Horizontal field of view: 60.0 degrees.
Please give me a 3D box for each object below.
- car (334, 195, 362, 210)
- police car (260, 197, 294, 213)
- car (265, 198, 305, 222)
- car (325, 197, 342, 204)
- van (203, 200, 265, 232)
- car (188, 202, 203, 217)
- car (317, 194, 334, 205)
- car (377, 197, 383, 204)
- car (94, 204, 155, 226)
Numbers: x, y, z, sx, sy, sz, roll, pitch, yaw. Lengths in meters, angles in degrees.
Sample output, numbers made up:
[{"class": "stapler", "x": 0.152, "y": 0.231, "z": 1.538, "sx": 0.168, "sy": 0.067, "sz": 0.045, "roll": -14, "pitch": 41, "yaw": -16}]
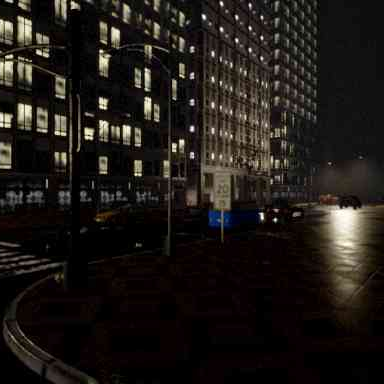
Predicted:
[{"class": "car", "x": 21.194, "y": 1.374, "z": 44.494, "sx": 2.192, "sy": 1.841, "sz": 5.009, "roll": 0, "pitch": 0, "yaw": 38}, {"class": "police car", "x": 9.992, "y": 1.468, "z": 38.654, "sx": 1.930, "sy": 1.638, "sz": 5.238, "roll": 0, "pitch": 0, "yaw": 38}, {"class": "car", "x": 7.618, "y": 1.478, "z": 26.859, "sx": 1.967, "sy": 1.590, "sz": 4.097, "roll": 0, "pitch": 0, "yaw": 38}, {"class": "car", "x": 28.527, "y": 1.635, "z": 66.936, "sx": 2.008, "sy": 1.369, "sz": 4.403, "roll": 0, "pitch": 0, "yaw": 38}, {"class": "van", "x": 2.655, "y": 1.374, "z": 20.230, "sx": 1.690, "sy": 1.788, "sz": 3.998, "roll": 0, "pitch": 0, "yaw": 38}, {"class": "car", "x": 1.375, "y": 1.614, "z": 31.667, "sx": 1.802, "sy": 1.307, "sz": 4.206, "roll": 0, "pitch": 0, "yaw": 38}, {"class": "car", "x": 25.133, "y": 1.391, "z": 62.528, "sx": 2.192, "sy": 1.841, "sz": 5.009, "roll": 0, "pitch": 0, "yaw": 38}, {"class": "car", "x": 38.164, "y": 1.664, "z": 66.536, "sx": 1.947, "sy": 1.339, "sz": 4.313, "roll": 0, "pitch": 0, "yaw": 38}, {"class": "car", "x": -4.734, "y": 1.551, "z": 23.945, "sx": 1.752, "sy": 1.417, "sz": 4.829, "roll": 0, "pitch": 0, "yaw": 38}]
